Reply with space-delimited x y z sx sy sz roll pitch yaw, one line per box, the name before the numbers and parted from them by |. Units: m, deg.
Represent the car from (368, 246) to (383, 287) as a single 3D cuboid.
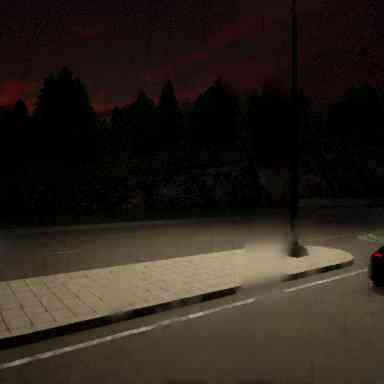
car | 6.159 1.564 8.135 4.181 1.385 1.994 0 0 -35
